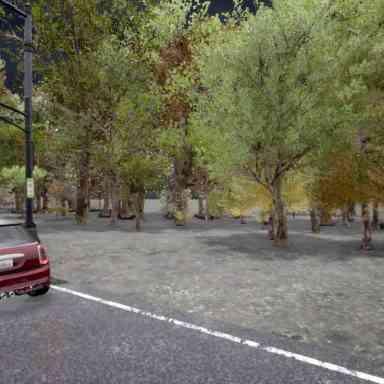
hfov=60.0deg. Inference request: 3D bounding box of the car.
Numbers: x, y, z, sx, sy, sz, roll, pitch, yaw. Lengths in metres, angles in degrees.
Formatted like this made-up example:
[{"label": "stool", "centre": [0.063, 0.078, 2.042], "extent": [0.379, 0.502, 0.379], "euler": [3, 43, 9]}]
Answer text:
[{"label": "car", "centre": [-5.196, 1.350, 7.379], "extent": [4.553, 1.767, 2.097], "euler": [0, 1, 35]}]
